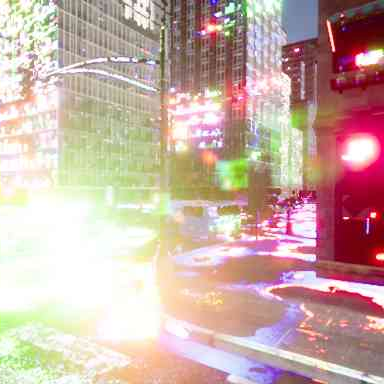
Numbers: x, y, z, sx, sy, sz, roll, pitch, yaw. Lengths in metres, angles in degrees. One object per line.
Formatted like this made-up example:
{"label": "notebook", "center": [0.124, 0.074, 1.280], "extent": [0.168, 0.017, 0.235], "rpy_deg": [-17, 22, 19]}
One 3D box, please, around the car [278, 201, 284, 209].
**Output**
{"label": "car", "center": [10.159, 1.393, 44.262], "extent": [1.967, 1.590, 4.097], "rpy_deg": [1, 1, 35]}

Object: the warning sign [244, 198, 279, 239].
{"label": "warning sign", "center": [3.333, 1.214, 15.944], "extent": [1.300, 1.860, 1.060], "rpy_deg": [1, 0, 35]}

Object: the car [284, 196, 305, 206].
{"label": "car", "center": [16.444, 1.463, 53.163], "extent": [1.752, 1.417, 4.829], "rpy_deg": [1, 0, 35]}

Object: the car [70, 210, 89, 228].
{"label": "car", "center": [-5.798, 1.567, 21.667], "extent": [1.947, 1.339, 4.313], "rpy_deg": [1, 1, 35]}

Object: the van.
{"label": "van", "center": [1.049, 1.419, 16.830], "extent": [1.690, 1.788, 3.998], "rpy_deg": [1, 1, 35]}

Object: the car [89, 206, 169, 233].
{"label": "car", "center": [-3.581, 1.625, 20.318], "extent": [1.895, 1.301, 4.718], "rpy_deg": [1, 0, 35]}

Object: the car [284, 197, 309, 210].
{"label": "car", "center": [13.291, 1.522, 44.116], "extent": [2.033, 1.411, 5.357], "rpy_deg": [1, 0, 36]}

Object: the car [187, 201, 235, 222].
{"label": "car", "center": [1.673, 1.533, 27.754], "extent": [1.812, 1.442, 4.674], "rpy_deg": [1, 0, 35]}

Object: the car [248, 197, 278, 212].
{"label": "car", "center": [7.100, 1.468, 35.425], "extent": [1.882, 1.535, 5.008], "rpy_deg": [1, 0, 35]}

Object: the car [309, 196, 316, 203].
{"label": "car", "center": [22.925, 1.475, 62.341], "extent": [2.008, 1.369, 4.403], "rpy_deg": [1, 0, 35]}
